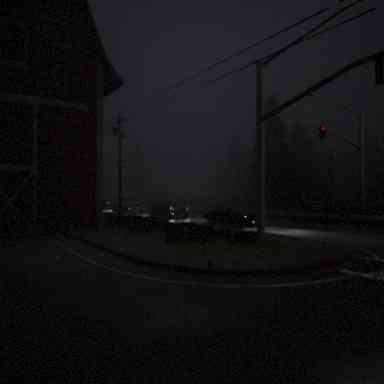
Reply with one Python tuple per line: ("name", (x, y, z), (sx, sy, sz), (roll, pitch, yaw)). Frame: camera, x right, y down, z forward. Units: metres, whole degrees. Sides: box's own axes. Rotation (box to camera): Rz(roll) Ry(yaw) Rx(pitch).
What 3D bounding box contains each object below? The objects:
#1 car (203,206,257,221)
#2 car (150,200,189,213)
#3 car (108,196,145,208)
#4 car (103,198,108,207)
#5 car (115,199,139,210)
("car", (2.919, 1.736, 24.249), (1.895, 1.301, 4.718), (0, 0, -34))
("car", (-2.186, 1.538, 31.692), (2.097, 1.767, 4.553), (0, 0, -34))
("car", (-7.687, 1.463, 39.720), (2.150, 2.045, 5.566), (0, 0, -35))
("car", (-13.450, 1.651, 48.179), (2.097, 1.767, 4.553), (0, 0, -34))
("car", (-9.623, 1.817, 49.073), (1.812, 1.442, 4.674), (0, 0, -34))
